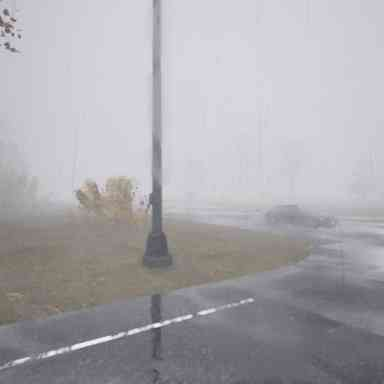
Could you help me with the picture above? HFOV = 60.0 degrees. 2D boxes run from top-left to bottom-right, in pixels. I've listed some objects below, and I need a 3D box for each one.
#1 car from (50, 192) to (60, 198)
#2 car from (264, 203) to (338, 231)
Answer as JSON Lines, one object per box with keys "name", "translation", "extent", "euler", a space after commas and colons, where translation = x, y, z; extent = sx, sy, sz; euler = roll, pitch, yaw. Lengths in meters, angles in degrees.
{"name": "car", "translation": [-31.393, 0.629, 76.102], "extent": [2.033, 1.411, 5.357], "euler": [-1, 1, -29]}
{"name": "car", "translation": [6.506, 1.430, 20.387], "extent": [1.812, 1.442, 4.674], "euler": [-1, 1, -35]}
